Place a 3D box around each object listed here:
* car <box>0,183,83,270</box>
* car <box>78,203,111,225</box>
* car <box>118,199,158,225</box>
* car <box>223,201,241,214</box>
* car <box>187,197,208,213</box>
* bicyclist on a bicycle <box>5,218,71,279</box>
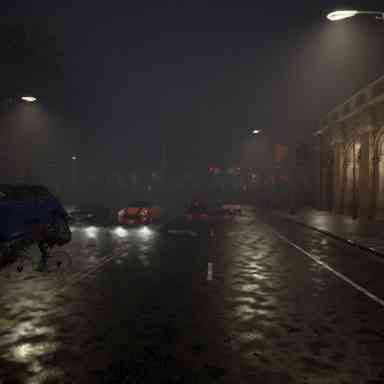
[{"bbox_3d":[-5.389,0.962,8.930,2.150,2.045,5.566,-24,0,5],"label":"car"},{"bbox_3d":[-7.276,1.525,24.148,1.812,1.442,4.674,0,0,5],"label":"car"},{"bbox_3d":[-3.784,1.351,23.929,2.097,1.767,4.553,0,0,4],"label":"car"},{"bbox_3d":[4.261,1.601,36.019,1.895,1.301,4.718,0,0,5],"label":"car"},{"bbox_3d":[0.692,1.352,36.373,2.097,1.767,4.553,0,0,4],"label":"car"},{"bbox_3d":[-4.108,1.525,8.944,1.656,1.620,0.582,-1,0,-36],"label":"bicyclist on a bicycle"}]
